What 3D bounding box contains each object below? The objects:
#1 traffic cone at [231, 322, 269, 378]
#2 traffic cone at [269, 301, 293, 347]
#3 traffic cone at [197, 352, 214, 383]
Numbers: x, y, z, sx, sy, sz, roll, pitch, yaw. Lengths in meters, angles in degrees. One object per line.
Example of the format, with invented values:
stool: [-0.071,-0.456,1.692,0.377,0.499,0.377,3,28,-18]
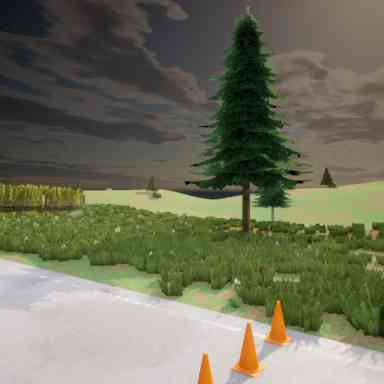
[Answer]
traffic cone: [0.725,1.955,4.246,0.340,0.580,0.340,0,0,36]
traffic cone: [1.310,1.955,5.057,0.340,0.580,0.340,0,0,36]
traffic cone: [0.140,1.955,3.434,0.340,0.580,0.340,0,0,36]
